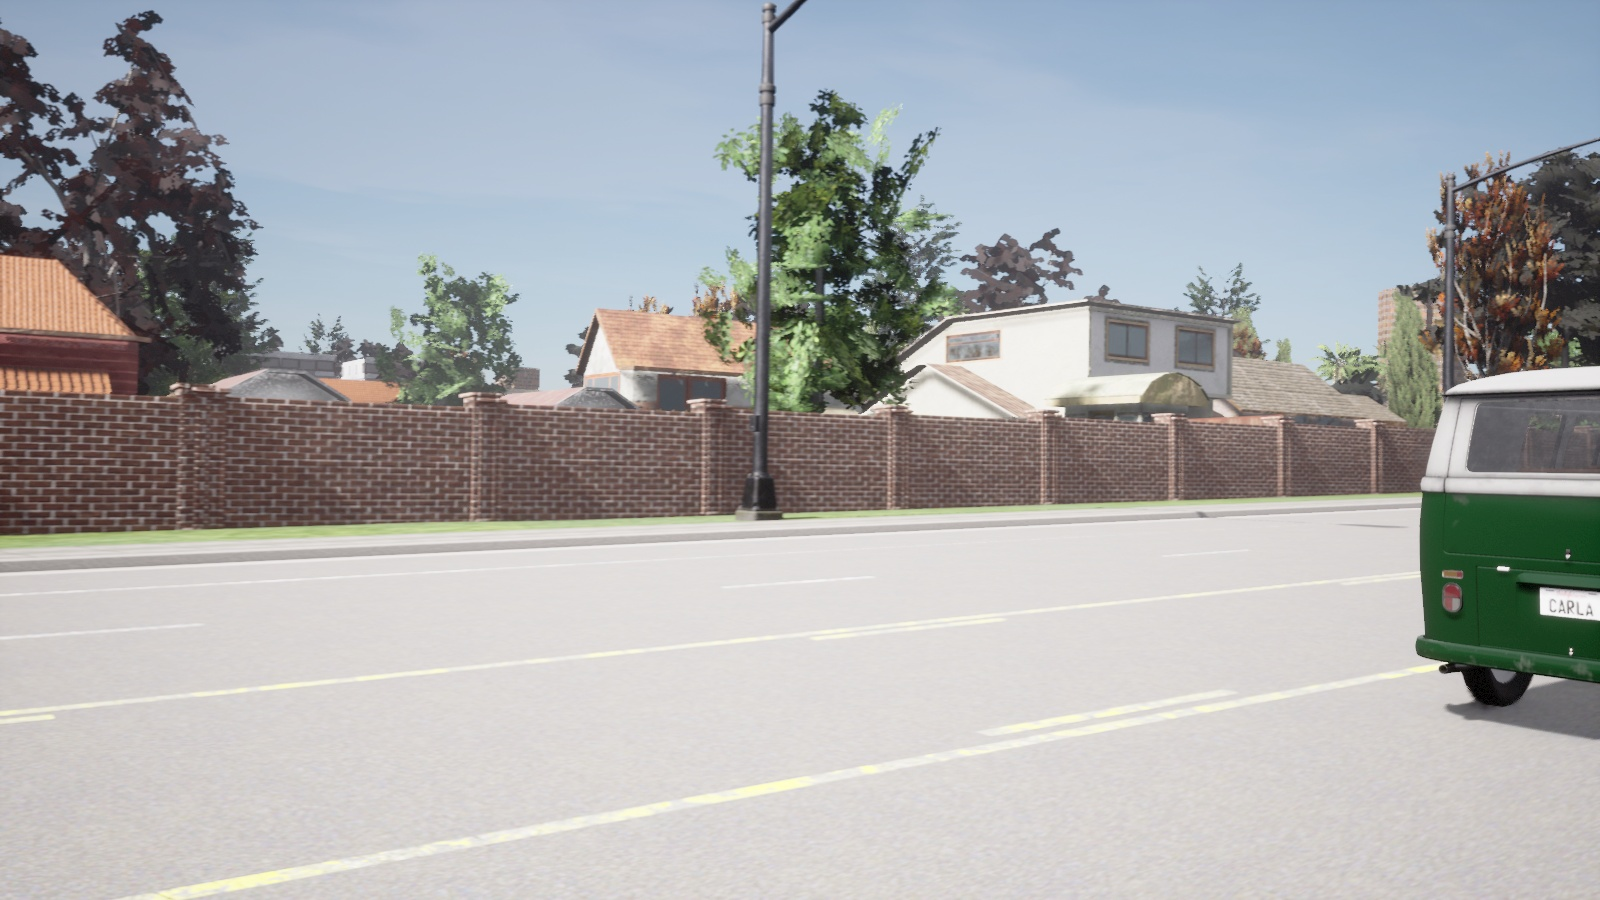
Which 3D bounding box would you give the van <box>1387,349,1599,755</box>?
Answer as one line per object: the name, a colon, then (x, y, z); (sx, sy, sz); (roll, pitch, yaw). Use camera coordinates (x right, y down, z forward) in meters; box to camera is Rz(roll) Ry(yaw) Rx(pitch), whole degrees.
van: (5.622, 0.497, 7.571); (4.442, 1.987, 1.775); (0, 0, -35)
